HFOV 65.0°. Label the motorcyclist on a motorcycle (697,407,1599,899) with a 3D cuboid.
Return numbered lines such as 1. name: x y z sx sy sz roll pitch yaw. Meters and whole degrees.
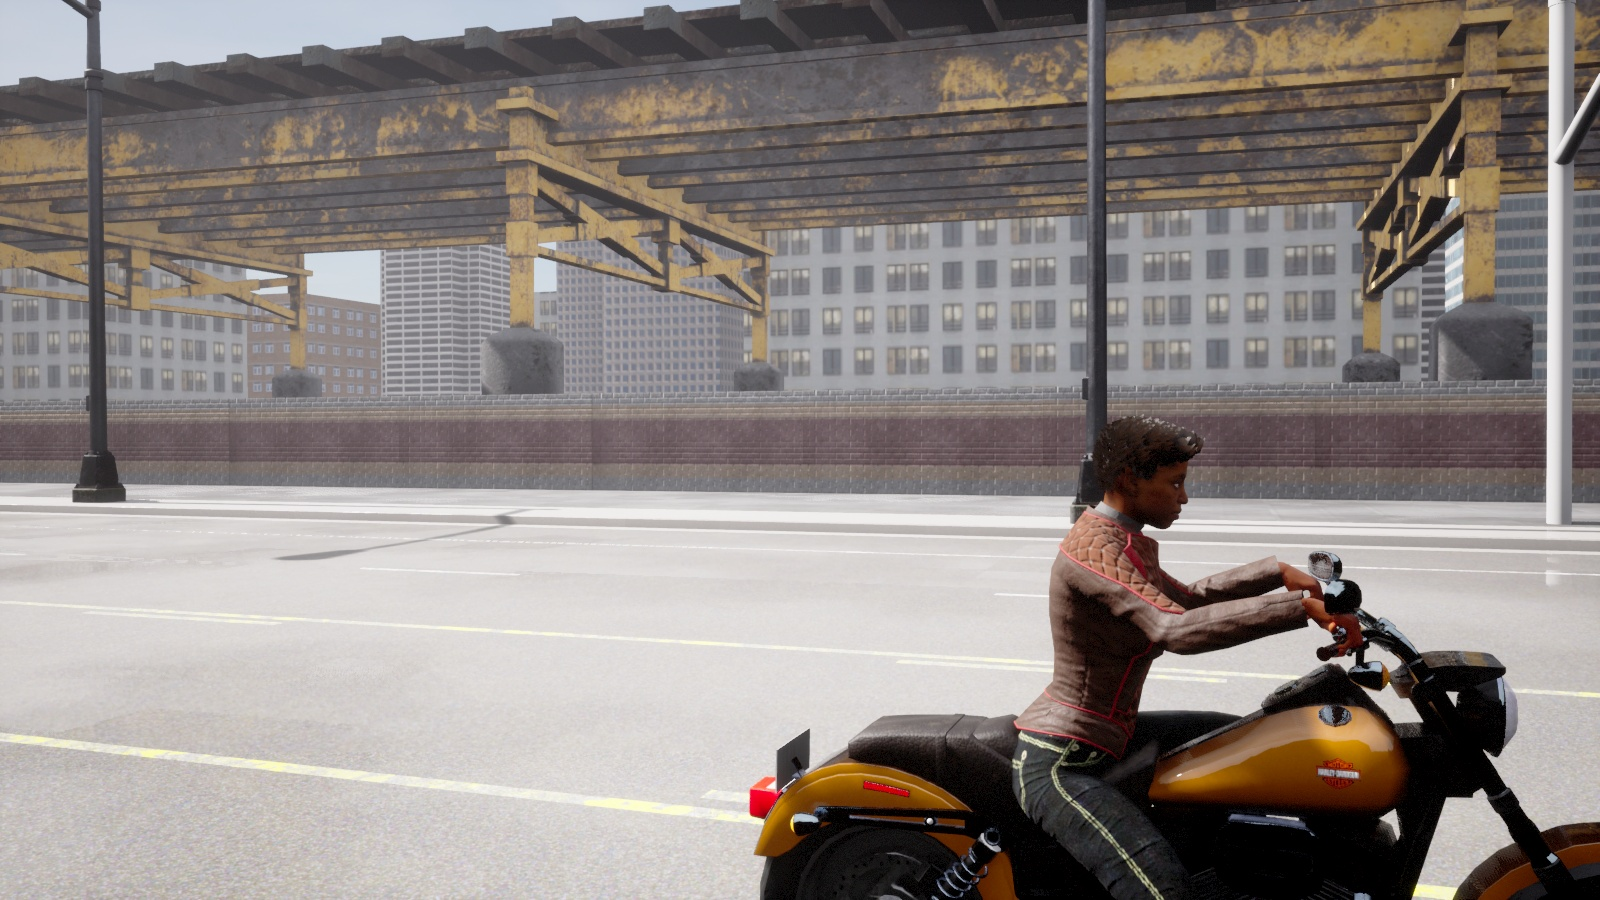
1. motorcyclist on a motorcycle: 0.997 0.734 2.890 2.350 1.649 0.766 1 1 20
